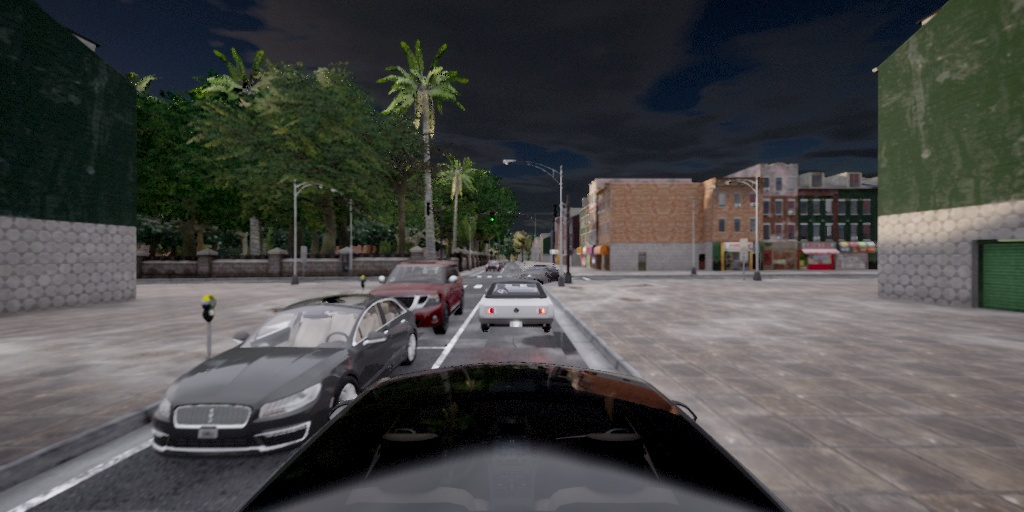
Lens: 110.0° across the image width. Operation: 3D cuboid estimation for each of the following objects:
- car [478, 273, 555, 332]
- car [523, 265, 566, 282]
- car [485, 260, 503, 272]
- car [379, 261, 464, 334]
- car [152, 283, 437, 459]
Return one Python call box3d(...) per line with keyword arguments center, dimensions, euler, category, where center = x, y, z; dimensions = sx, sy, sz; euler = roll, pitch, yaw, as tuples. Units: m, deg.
box3d(center=(0.106, 1.354, 10.859), dimensions=(1.895, 1.301, 4.718), euler=(0, 0, 0), category="car")
box3d(center=(2.434, 1.331, 26.405), dimensions=(1.994, 1.385, 4.181), euler=(-1, 0, 37), category="car")
box3d(center=(-2.600, 1.291, 48.904), dimensions=(1.967, 1.591, 4.097), euler=(0, 0, 0), category="car")
box3d(center=(-2.631, 1.068, 10.758), dimensions=(2.192, 1.841, 5.009), euler=(0, 0, 0), category="car")
box3d(center=(-2.635, 1.301, 5.295), dimensions=(2.007, 1.370, 4.403), euler=(0, 0, 0), category="car")
